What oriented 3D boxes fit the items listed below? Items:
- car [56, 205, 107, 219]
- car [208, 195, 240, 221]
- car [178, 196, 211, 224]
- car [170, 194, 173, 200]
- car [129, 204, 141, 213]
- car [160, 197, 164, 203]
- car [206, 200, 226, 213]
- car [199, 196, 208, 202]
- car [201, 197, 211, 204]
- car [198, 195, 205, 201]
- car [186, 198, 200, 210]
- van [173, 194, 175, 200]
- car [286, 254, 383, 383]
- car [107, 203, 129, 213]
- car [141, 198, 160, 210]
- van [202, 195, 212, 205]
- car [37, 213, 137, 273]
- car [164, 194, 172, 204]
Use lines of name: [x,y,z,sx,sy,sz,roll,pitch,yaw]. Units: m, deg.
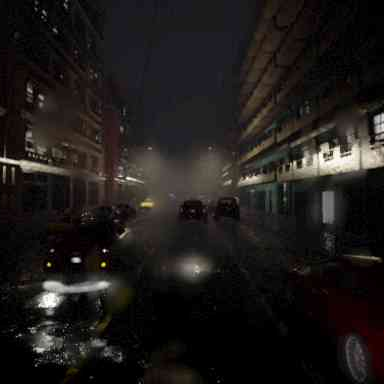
car: [-5.682,1.543,15.900,1.752,1.417,4.829,1,0,0]
car: [2.702,1.347,27.103,2.192,1.841,5.009,1,0,0]
car: [0.082,1.381,25.512,2.097,1.767,4.553,0,0,0]
car: [-5.680,1.644,71.304,2.008,1.369,4.403,1,0,0]
car: [-5.682,1.576,27.117,1.887,1.381,4.507,1,0,0]
car: [-5.680,1.611,49.210,2.008,1.369,4.403,1,0,0]
car: [2.700,1.612,38.149,1.947,1.339,4.313,1,0,0]
car: [2.701,1.669,76.814,1.947,1.339,4.313,0,0,0]
car: [2.701,1.630,65.766,1.887,1.381,4.507,1,0,0]
car: [2.702,1.656,93.554,1.752,1.417,4.829,0,0,0]
car: [0.099,1.560,45.795,1.837,1.490,4.892,0,0,0]
van: [-5.677,1.472,93.397,1.690,1.788,3.998,1,0,0]
car: [2.698,1.588,5.009,1.802,1.307,4.206,1,0,0]
car: [-5.682,1.576,21.593,2.008,1.369,4.403,1,0,0]
car: [-5.680,1.578,43.516,1.752,1.417,4.829,1,0,0]
van: [2.703,1.418,60.243,1.690,1.788,3.998,1,0,0]
car: [-3.001,1.576,10.604,1.994,1.385,4.181,0,0,0]
car: [-5.680,1.636,65.781,2.008,1.369,4.403,1,0,0]
